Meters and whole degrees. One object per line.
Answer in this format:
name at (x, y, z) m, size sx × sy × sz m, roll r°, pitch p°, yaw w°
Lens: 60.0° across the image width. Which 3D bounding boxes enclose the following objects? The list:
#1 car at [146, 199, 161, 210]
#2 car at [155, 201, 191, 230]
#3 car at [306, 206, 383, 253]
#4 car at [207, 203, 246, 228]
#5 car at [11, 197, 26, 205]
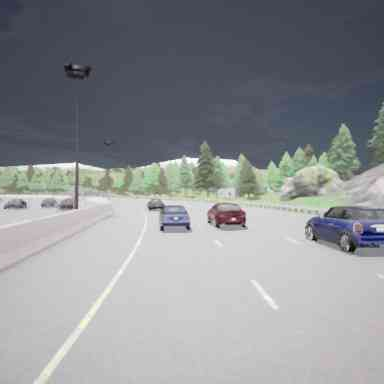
car at (-4.649, 1.573, 42.172) m, size 1.994 × 1.385 × 4.181 m, roll 0°, pitch 0°, yaw -12°
car at (-1.184, 1.550, 21.315) m, size 2.033 × 1.411 × 5.357 m, roll 0°, pitch 0°, yaw -6°
car at (6.480, 1.339, 13.783) m, size 2.097 × 1.767 × 4.553 m, roll 0°, pitch 0°, yaw -4°
car at (2.193, 1.473, 22.238) m, size 1.882 × 1.535 × 5.008 m, roll 0°, pitch 0°, yaw -6°
car at (-32.259, 1.660, 62.027) m, size 1.895 × 1.301 × 4.718 m, roll 0°, pitch 0°, yaw -20°
